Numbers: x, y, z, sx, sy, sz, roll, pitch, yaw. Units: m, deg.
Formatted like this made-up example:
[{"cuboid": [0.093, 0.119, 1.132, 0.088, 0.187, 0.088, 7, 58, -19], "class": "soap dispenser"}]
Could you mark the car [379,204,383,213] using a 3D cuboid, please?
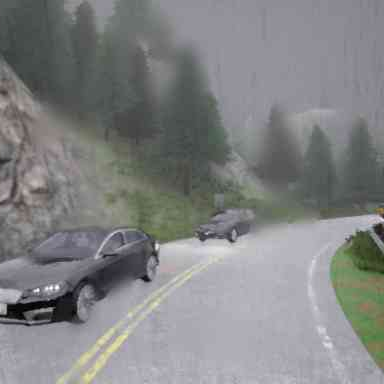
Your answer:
[{"cuboid": [16.242, 1.172, 25.412, 5.008, 1.535, 1.882, -2, -2, -34], "class": "car"}]

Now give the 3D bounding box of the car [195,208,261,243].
[{"cuboid": [1.965, 1.608, 16.941, 1.837, 1.490, 4.892, -3, -1, 33], "class": "car"}]

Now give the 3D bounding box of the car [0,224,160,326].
[{"cuboid": [-2.266, 1.530, 7.405, 2.128, 1.511, 4.902, -1, -1, 16], "class": "car"}]
